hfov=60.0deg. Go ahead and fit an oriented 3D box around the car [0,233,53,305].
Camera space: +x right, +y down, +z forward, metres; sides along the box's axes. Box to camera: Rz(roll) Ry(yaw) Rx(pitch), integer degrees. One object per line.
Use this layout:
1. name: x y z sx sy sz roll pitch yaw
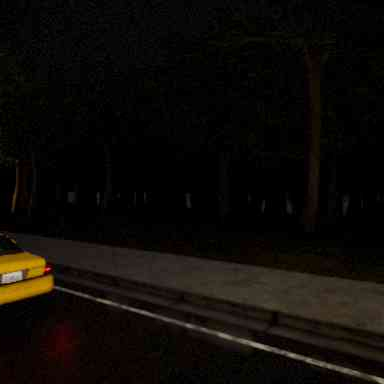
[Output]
1. car: -5.196 1.455 7.255 5.366 1.575 1.801 0 0 35
